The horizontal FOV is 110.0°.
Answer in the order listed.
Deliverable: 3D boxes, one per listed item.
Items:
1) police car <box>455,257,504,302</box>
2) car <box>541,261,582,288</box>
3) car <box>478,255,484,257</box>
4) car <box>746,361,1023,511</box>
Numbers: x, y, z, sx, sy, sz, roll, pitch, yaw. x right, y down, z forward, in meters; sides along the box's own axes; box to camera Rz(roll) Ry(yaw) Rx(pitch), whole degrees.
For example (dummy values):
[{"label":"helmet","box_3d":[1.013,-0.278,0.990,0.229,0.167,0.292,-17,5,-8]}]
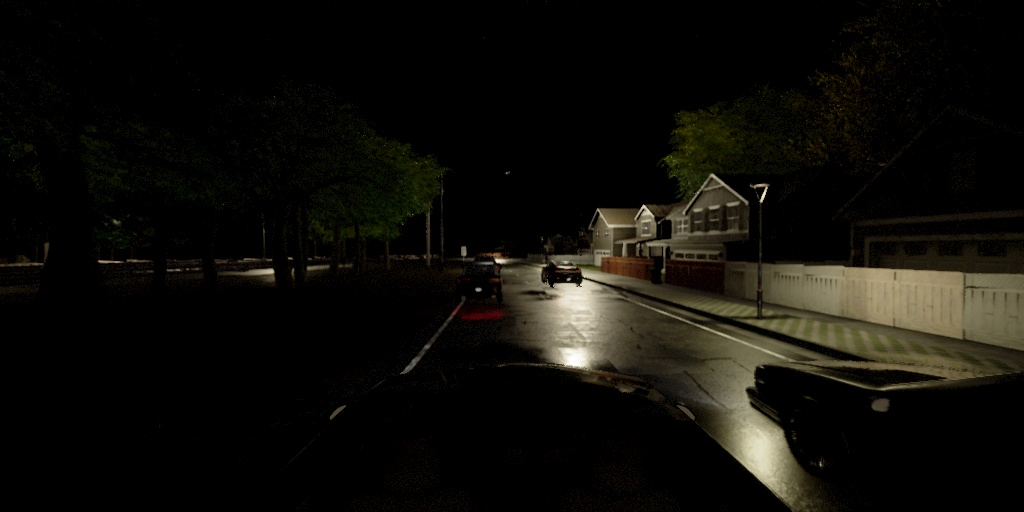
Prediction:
[{"label":"police car","box_3d":[-1.379,1.038,16.135,1.930,1.638,5.238,0,1,-2]},{"label":"car","box_3d":[2.943,1.037,21.900,2.128,1.511,4.902,0,1,-3]},{"label":"car","box_3d":[-1.929,0.855,25.997,2.097,1.767,4.553,0,1,-4]},{"label":"car","box_3d":[3.590,1.298,1.586,2.033,1.411,5.357,0,1,0]}]
